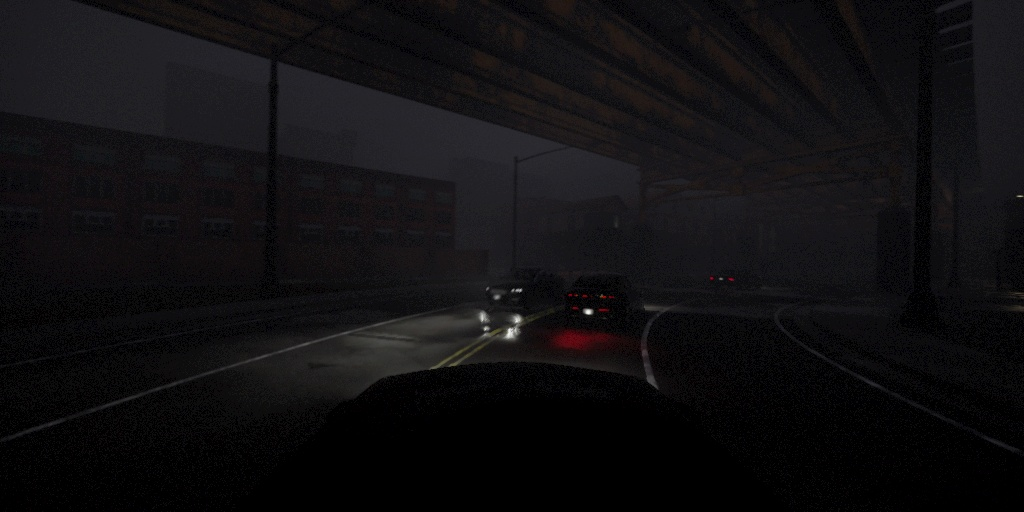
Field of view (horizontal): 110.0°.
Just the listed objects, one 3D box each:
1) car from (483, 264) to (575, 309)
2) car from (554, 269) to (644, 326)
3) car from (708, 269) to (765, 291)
[{"bbox_3d":[0.672,1.263,15.195,2.128,1.511,4.902,1,0,30],"label":"car"},{"bbox_3d":[3.227,1.321,12.157,1.837,1.490,4.892,0,0,27],"label":"car"},{"bbox_3d":[15.859,1.608,25.272,5.357,1.411,2.033,1,0,-37],"label":"car"}]
